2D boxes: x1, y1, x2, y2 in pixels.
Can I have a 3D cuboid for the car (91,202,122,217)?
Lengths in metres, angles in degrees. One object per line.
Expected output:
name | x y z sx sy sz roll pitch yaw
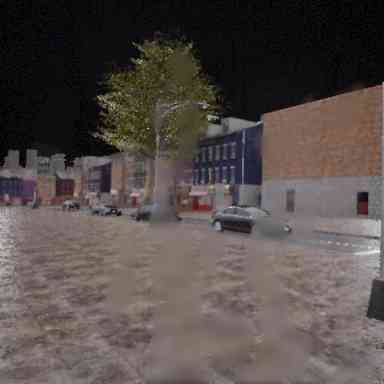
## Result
car | -8.588 1.730 33.367 1.994 1.385 4.181 2 -2 -35

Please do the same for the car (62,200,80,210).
car | -19.793 2.100 54.379 1.837 1.490 4.892 2 -2 -35

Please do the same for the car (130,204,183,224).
car | -2.823 1.601 25.161 2.033 1.411 5.357 2 -2 -35

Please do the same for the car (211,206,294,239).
car | 2.910 1.484 17.024 1.837 1.490 4.892 2 -1 -34
